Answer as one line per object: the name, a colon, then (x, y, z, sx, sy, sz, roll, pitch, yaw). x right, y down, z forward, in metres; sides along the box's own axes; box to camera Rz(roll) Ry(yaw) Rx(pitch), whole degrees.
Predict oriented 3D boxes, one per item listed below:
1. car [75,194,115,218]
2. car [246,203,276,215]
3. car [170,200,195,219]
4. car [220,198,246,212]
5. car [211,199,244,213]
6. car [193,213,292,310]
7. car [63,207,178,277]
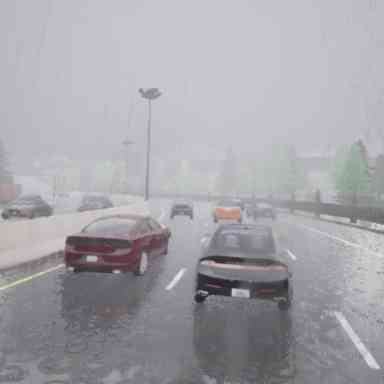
car: (-8.042, 1.068, 28.058, 2.097, 1.767, 4.553, 2, 0, -2)
car: (6.126, 1.675, 29.661, 1.812, 1.442, 4.674, 2, 0, -3)
car: (-0.861, 1.440, 28.796, 1.837, 1.490, 4.892, 2, 0, -1)
car: (5.045, 1.577, 41.665, 1.882, 1.535, 5.008, 2, 0, -9)
car: (2.650, 1.398, 26.433, 2.097, 1.767, 4.553, 2, 0, 0)
car: (1.255, 1.519, 8.052, 2.128, 1.511, 4.902, 2, 0, 10)
car: (-1.947, 1.404, 10.163, 1.882, 1.535, 5.008, 2, 0, 9)
